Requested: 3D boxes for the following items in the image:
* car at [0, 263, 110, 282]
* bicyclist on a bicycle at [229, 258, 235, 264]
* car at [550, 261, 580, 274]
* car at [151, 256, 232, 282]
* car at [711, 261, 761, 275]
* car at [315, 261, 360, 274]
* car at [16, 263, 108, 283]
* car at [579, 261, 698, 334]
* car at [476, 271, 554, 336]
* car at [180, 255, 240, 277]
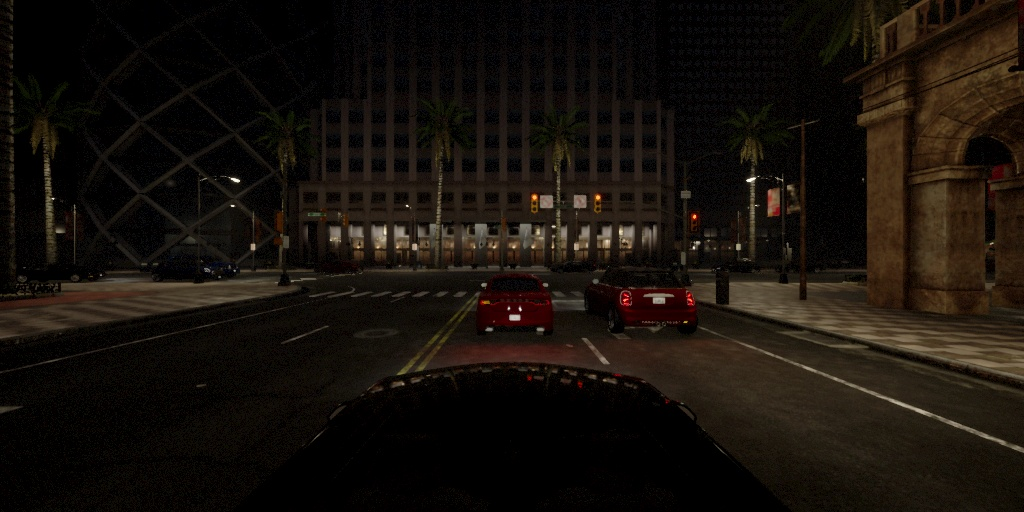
[{"bbox_3d":[-37.678,1.297,29.807,5.357,1.411,2.033,0,0,-22],"label":"car"},{"bbox_3d":[-35.747,1.050,45.753,0.582,1.620,1.656,0,0,-12],"label":"bicyclist on a bicycle"},{"bbox_3d":[6.693,1.241,39.469,4.902,1.511,2.128,0,0,0],"label":"car"},{"bbox_3d":[-25.627,1.102,28.553,4.553,1.767,2.097,0,0,-3],"label":"car"},{"bbox_3d":[24.541,1.254,39.414,4.892,1.490,1.837,0,0,0],"label":"car"},{"bbox_3d":[-19.204,1.276,39.541,4.674,1.442,1.812,0,0,0],"label":"car"},{"bbox_3d":[-34.420,1.255,27.227,4.892,1.490,1.837,0,0,-19],"label":"car"},{"bbox_3d":[3.582,1.102,10.835,2.097,1.767,4.553,0,0,0],"label":"car"},{"bbox_3d":[0.081,1.228,10.494,1.882,1.535,5.008,0,0,0],"label":"car"},{"bbox_3d":[-27.667,0.971,32.048,5.566,2.045,2.150,0,0,-3],"label":"car"}]
